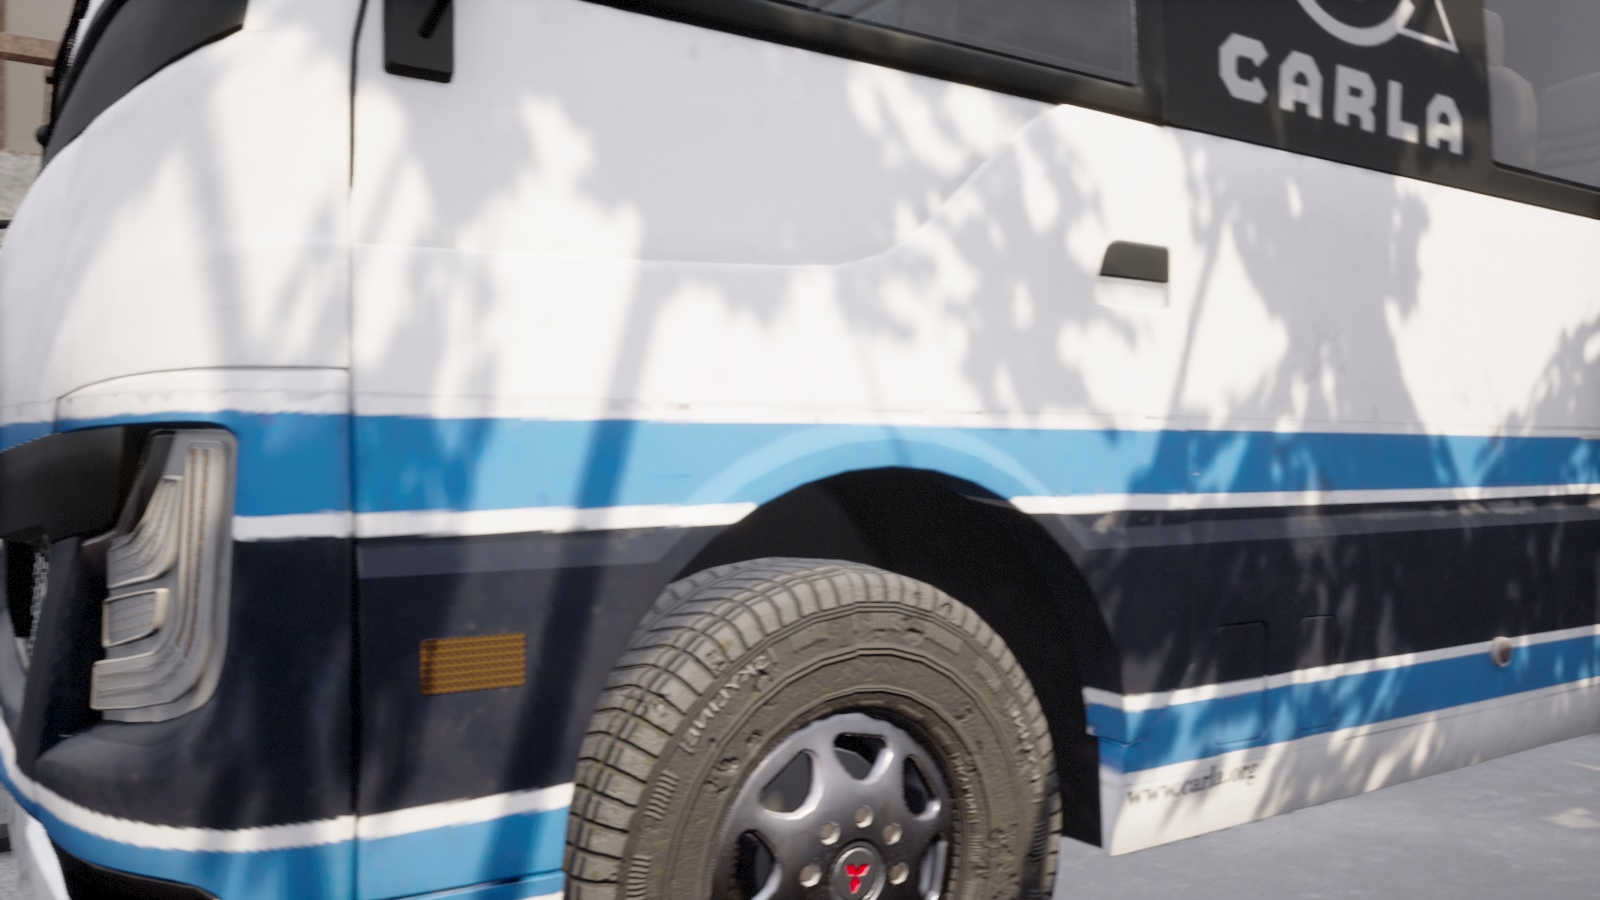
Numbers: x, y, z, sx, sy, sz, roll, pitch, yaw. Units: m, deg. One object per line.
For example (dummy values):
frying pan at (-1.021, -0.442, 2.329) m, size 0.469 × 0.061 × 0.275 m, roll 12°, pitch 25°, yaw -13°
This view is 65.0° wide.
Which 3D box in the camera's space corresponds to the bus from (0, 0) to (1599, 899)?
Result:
bus at (1.707, -0.622, 5.453) m, size 10.273 × 4.253 × 3.944 m, roll 0°, pitch 0°, yaw -34°
